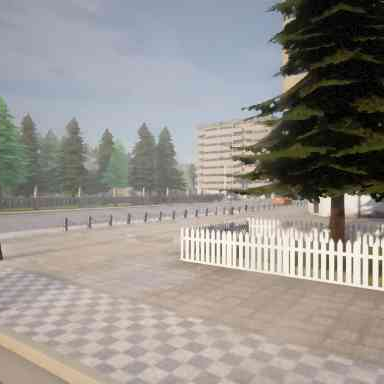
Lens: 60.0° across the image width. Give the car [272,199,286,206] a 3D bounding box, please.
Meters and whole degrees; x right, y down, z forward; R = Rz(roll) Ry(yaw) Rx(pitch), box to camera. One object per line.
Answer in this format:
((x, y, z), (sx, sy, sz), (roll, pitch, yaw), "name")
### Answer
((15.431, 1.352, 56.690), (2.097, 1.767, 4.553), (0, 0, 36), "car")
